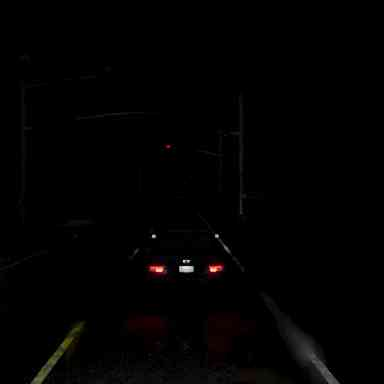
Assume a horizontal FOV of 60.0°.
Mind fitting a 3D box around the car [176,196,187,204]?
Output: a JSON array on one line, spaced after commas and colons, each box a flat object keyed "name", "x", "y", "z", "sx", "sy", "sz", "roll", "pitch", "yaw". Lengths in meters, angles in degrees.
[{"name": "car", "x": -1.980, "y": 1.525, "z": 63.454, "sx": 1.812, "sy": 1.442, "sz": 4.674, "roll": 0, "pitch": 0, "yaw": -2}]

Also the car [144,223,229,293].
[{"name": "car", "x": -0.175, "y": 1.547, "z": 8.984, "sx": 2.033, "sy": 1.411, "sz": 5.357, "roll": 0, "pitch": 0, "yaw": -1}]
